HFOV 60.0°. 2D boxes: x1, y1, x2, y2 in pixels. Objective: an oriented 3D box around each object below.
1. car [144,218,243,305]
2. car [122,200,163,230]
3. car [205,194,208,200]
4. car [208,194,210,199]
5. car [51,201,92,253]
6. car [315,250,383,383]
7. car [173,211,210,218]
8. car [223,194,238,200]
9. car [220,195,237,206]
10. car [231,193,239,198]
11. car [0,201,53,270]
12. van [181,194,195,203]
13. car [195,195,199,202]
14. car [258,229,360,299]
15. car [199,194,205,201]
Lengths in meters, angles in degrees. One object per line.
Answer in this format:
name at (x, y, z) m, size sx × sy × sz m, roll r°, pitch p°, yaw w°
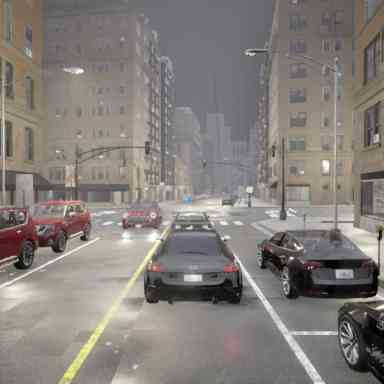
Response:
car at (0.038, 1.561, 8.165) m, size 1.994 × 1.385 × 4.181 m, roll 0°, pitch 0°, yaw 0°
car at (-3.033, 1.342, 21.077) m, size 2.097 × 1.767 × 4.553 m, roll 0°, pitch 0°, yaw 0°
car at (2.283, 1.449, 86.518) m, size 1.802 × 1.307 × 4.206 m, roll 0°, pitch 0°, yaw 9°
car at (3.123, 1.303, 91.951) m, size 1.967 × 1.590 × 4.097 m, roll 0°, pitch 0°, yaw 9°
car at (-5.696, 1.310, 13.768) m, size 2.192 × 1.841 × 5.009 m, roll -1°, pitch 0°, yaw 0°
car at (2.851, 1.565, 2.775) m, size 1.947 × 1.339 × 4.313 m, roll -1°, pitch 0°, yaw 0°
car at (-0.023, 1.594, 16.979) m, size 1.895 × 1.301 × 4.718 m, roll 0°, pitch 0°, yaw 0°
car at (7.345, 1.483, 63.486) m, size 1.947 × 1.339 × 4.313 m, roll 0°, pitch 0°, yaw 9°
car at (5.663, 1.509, 52.622) m, size 1.947 × 1.339 × 4.313 m, roll 0°, pitch 0°, yaw 9°
car at (10.706, 1.196, 85.214) m, size 2.192 × 1.841 × 5.009 m, roll 0°, pitch 0°, yaw 9°
car at (-5.687, 1.313, 8.260) m, size 2.192 × 1.841 × 5.009 m, roll -1°, pitch 0°, yaw 0°
van at (-1.082, 1.245, 64.789) m, size 1.690 × 1.788 × 3.998 m, roll 0°, pitch 0°, yaw 9°
car at (-0.240, 1.332, 70.222) m, size 1.967 × 1.590 × 4.097 m, roll 0°, pitch 0°, yaw 9°
car at (2.841, 1.563, 8.282) m, size 1.947 × 1.339 × 4.313 m, roll -1°, pitch 0°, yaw 0°
car at (1.416, 1.399, 80.918) m, size 1.752 × 1.417 × 4.829 m, roll 0°, pitch 0°, yaw 9°
